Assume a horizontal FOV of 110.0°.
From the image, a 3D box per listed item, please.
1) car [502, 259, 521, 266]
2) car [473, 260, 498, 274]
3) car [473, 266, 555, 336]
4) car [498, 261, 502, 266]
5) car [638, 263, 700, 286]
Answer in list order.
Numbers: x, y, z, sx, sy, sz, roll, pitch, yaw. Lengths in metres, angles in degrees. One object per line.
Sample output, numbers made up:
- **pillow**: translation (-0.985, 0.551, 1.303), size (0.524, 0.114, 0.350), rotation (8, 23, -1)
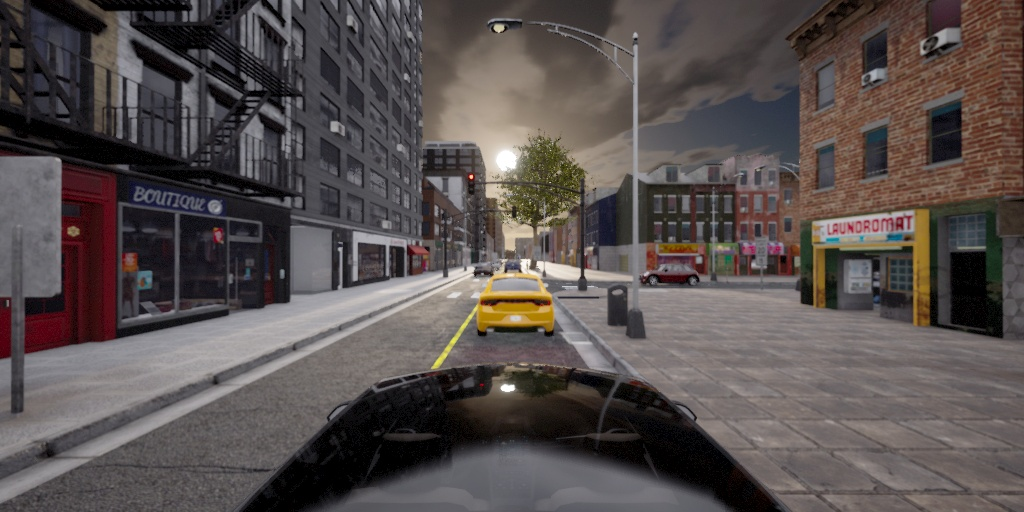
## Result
- **car**: translation (0.123, 1.139, 47.265), size (2.097, 1.767, 4.553), rotation (0, 0, 0)
- **car**: translation (-2.809, 1.323, 36.139), size (2.033, 1.411, 5.357), rotation (0, 0, -1)
- **car**: translation (0.089, 1.233, 10.443), size (1.882, 1.535, 5.008), rotation (0, 0, 0)
- **car**: translation (-2.820, 1.394, 52.010), size (1.895, 1.301, 4.718), rotation (0, 0, 0)
- **car**: translation (10.932, 1.278, 25.446), size (4.097, 1.591, 1.967), rotation (0, 0, 0)
